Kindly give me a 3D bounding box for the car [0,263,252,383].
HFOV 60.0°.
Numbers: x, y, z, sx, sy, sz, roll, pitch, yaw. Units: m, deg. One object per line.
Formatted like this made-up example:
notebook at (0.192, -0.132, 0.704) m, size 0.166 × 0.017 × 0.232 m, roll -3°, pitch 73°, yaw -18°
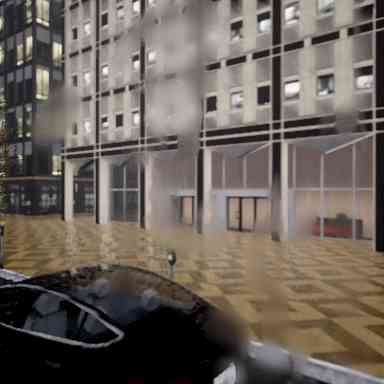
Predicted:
car at (-1.421, 1.544, 3.892) m, size 4.313 × 1.339 × 1.947 m, roll 0°, pitch 0°, yaw 36°
